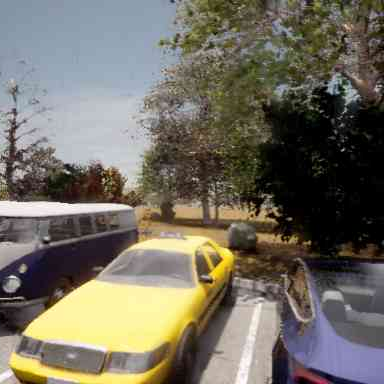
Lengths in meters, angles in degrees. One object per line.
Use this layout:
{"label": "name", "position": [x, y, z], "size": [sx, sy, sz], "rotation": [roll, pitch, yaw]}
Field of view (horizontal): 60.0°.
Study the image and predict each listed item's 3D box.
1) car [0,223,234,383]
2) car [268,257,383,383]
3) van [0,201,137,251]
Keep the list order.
{"label": "car", "position": [-0.457, 1.486, 5.618], "size": [1.946, 1.575, 5.366], "rotation": [0, -1, 16]}
{"label": "car", "position": [2.017, 1.517, 4.098], "size": [2.163, 1.488, 4.792], "rotation": [0, -1, 16]}
{"label": "van", "position": [-2.856, 1.268, 7.418], "size": [1.878, 1.987, 4.442], "rotation": [0, -1, 16]}
